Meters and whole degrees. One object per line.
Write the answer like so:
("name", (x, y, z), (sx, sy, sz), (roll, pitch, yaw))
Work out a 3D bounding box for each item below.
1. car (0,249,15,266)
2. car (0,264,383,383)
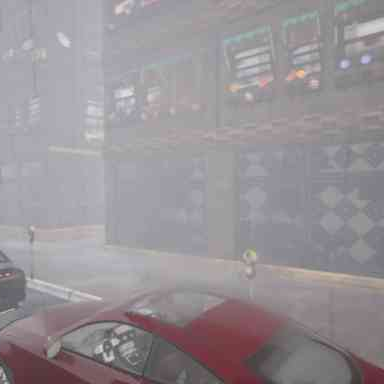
("car", (-4.883, 1.534, 6.370), (4.403, 1.369, 2.008), (0, -1, 36))
("car", (-0.278, 1.578, 3.085), (4.206, 1.307, 1.802), (0, -1, 36))
